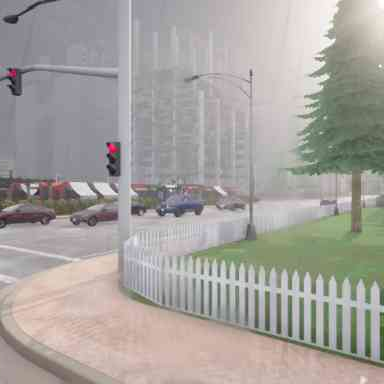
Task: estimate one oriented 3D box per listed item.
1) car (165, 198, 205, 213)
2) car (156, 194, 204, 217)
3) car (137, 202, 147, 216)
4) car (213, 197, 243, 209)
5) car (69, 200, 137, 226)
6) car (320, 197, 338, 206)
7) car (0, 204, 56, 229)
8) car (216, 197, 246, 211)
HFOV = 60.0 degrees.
[{"bbox_3d":[-0.683,1.491,38.154,2.128,1.511,4.902,0,0,34],"label":"car"},{"bbox_3d":[-1.021,1.221,31.405,2.150,2.045,5.566,0,0,34],"label":"car"},{"bbox_3d":[-6.227,1.477,29.942,1.882,1.535,5.008,0,0,34],"label":"car"},{"bbox_3d":[5.132,1.490,46.721,2.128,1.511,4.902,0,0,34],"label":"car"},{"bbox_3d":[-6.332,1.526,23.486,1.812,1.442,4.674,0,0,34],"label":"car"},{"bbox_3d":[21.054,1.526,51.286,1.812,1.442,4.674,0,0,34],"label":"car"},{"bbox_3d":[-11.448,1.526,22.197,1.812,1.442,4.674,0,0,36],"label":"car"},{"bbox_3d":[4.819,1.492,40.042,2.128,1.511,4.902,0,0,34],"label":"car"}]
